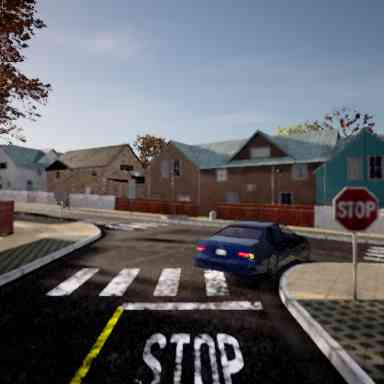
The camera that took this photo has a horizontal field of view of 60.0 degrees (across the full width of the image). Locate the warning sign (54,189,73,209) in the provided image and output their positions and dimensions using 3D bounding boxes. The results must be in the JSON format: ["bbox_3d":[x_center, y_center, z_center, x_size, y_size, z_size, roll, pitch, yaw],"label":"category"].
[{"bbox_3d":[-12.298,0.693,31.934,1.060,1.860,1.300,-1,1,32],"label":"warning sign"}]

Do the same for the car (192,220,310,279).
[{"bbox_3d":[2.088,1.584,10.195,2.033,1.411,5.357,2,-1,33],"label":"car"}]
